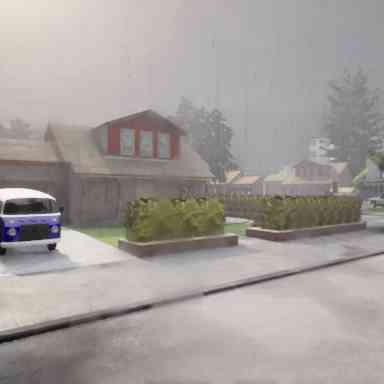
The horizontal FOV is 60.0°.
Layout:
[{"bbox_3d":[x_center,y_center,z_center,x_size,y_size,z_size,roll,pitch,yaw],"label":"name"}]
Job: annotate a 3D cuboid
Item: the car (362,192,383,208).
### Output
[{"bbox_3d":[22.966,0.973,40.708,3.866,1.878,1.905,0,0,-1],"label":"car"}]
